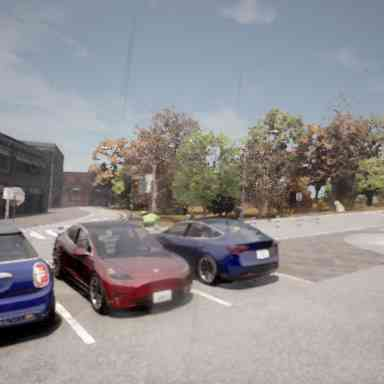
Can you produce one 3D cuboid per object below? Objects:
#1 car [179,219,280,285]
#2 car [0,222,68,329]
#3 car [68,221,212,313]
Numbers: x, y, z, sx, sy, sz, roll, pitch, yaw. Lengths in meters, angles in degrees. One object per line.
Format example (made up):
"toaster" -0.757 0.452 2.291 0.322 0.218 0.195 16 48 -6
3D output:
"car" 0.309 1.502 9.701 2.163 1.488 4.792 0 0 -35
"car" -4.191 1.355 6.418 2.185 1.767 4.553 0 0 -35
"car" -1.924 1.506 8.037 2.163 1.488 4.792 0 0 -35
